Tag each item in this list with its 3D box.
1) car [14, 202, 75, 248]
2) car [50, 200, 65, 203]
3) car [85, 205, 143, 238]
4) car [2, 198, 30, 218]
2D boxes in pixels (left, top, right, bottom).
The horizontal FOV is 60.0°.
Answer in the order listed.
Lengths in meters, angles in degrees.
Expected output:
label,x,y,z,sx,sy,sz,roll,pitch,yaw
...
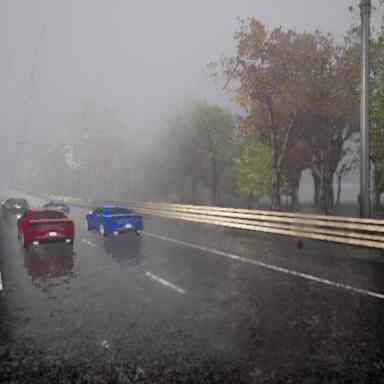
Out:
label,x,y,z,sx,sy,sz,roll,pitch,yaw
car,-6.591,1.448,14.781,1.882,1.535,5.008,0,0,-31
car,-13.227,1.501,32.438,1.994,1.385,4.181,0,0,-31
car,-4.263,1.447,17.694,1.882,1.535,5.008,0,0,-31
car,-15.729,1.292,29.817,2.097,1.767,4.553,0,0,-31
